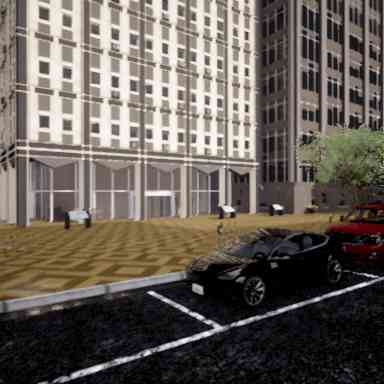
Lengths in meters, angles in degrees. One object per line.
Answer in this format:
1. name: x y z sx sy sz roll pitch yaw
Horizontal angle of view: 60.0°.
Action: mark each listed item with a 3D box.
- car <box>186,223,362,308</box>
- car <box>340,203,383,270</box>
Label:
1. car: 1.893 1.565 7.911 4.313 1.339 1.947 0 0 -35
2. car: 6.389 1.314 11.117 5.009 1.841 2.192 0 0 -35
